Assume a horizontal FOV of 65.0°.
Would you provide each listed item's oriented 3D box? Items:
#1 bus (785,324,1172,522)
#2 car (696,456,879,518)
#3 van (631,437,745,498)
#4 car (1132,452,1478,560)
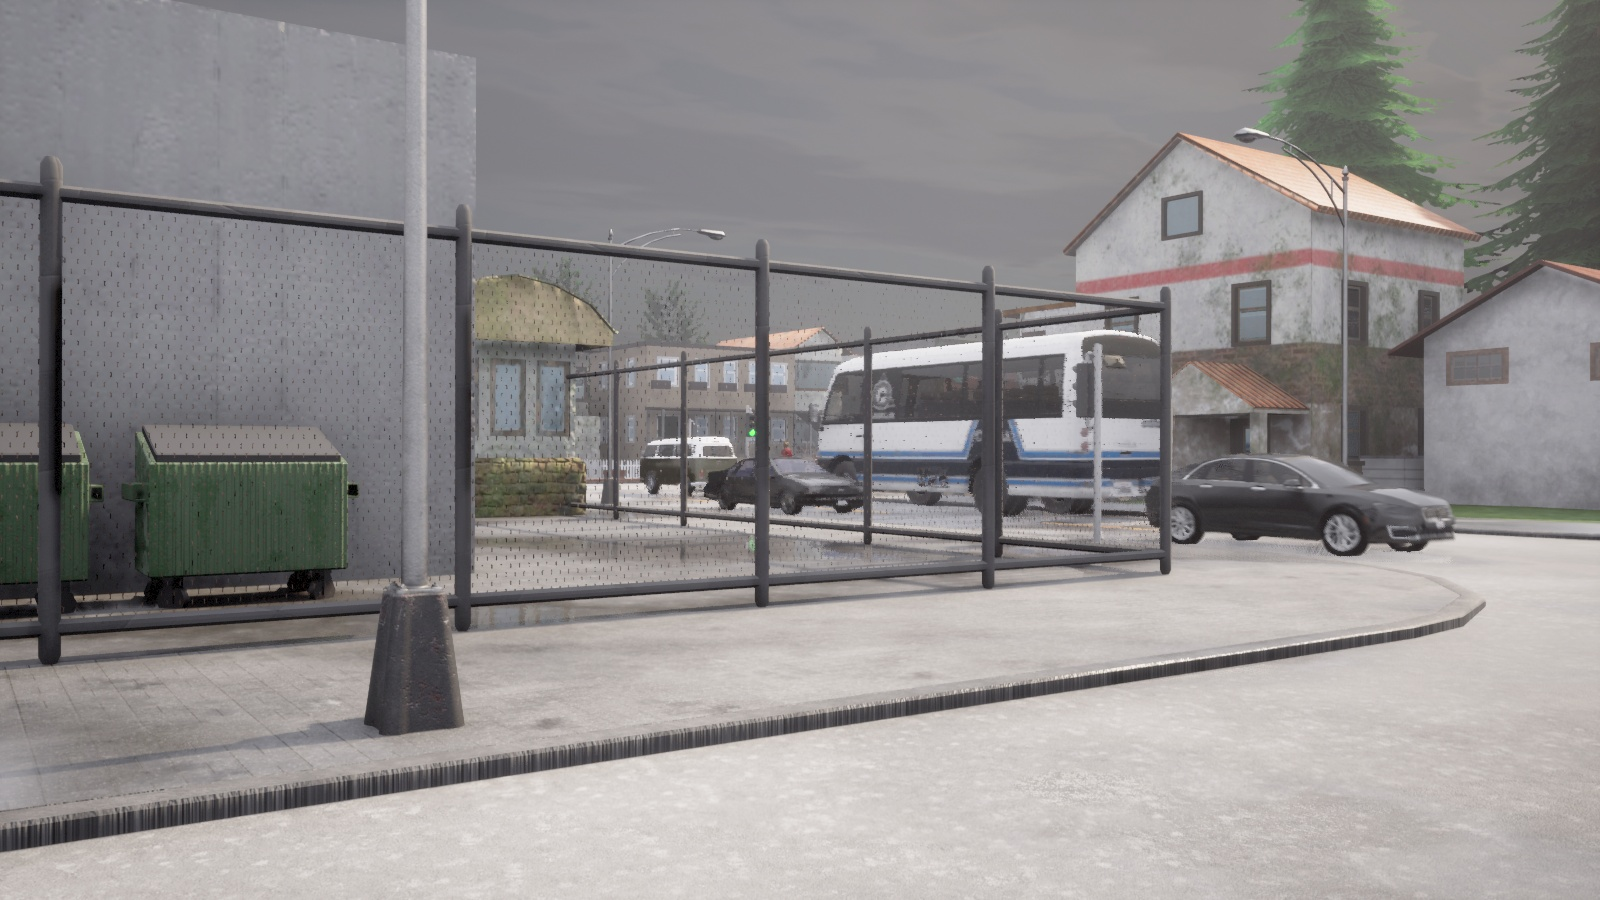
[{"bbox_3d":[4.122,-0.561,32.361,3.944,4.253,10.273,0,0,-35],"label":"bus"},{"bbox_3d":[-0.444,0.871,31.949,2.033,1.411,5.357,0,0,-34],"label":"car"},{"bbox_3d":[-3.991,0.585,44.197,2.069,2.038,4.480,0,0,-34],"label":"van"},{"bbox_3d":[7.804,0.782,19.920,1.837,1.490,4.892,0,0,-34],"label":"car"}]
